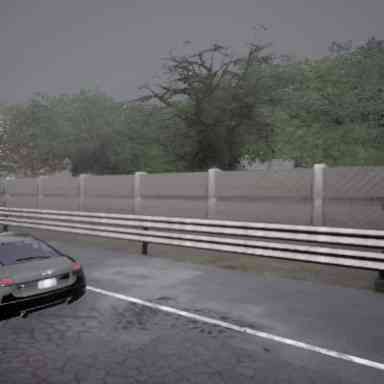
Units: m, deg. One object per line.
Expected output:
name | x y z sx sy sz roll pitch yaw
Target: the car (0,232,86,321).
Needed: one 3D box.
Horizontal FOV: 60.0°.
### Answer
car | -4.131 1.541 6.932 4.181 1.385 1.994 0 0 36
